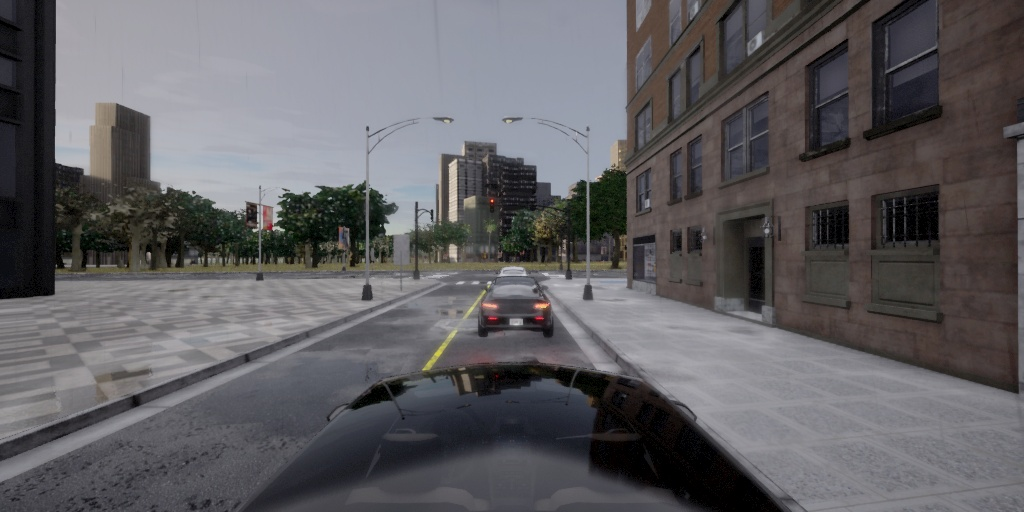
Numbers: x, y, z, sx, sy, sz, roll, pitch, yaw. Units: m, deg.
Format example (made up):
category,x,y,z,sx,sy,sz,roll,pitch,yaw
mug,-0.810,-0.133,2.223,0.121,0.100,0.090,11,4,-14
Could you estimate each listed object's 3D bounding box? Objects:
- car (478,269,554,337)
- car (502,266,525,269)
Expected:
category,x,y,z,sx,sy,sz,roll,pitch,yaw
car,0.083,1.276,10.148,1.812,1.442,4.674,0,0,0
car,0.064,1.277,19.208,1.812,1.442,4.674,0,0,0
